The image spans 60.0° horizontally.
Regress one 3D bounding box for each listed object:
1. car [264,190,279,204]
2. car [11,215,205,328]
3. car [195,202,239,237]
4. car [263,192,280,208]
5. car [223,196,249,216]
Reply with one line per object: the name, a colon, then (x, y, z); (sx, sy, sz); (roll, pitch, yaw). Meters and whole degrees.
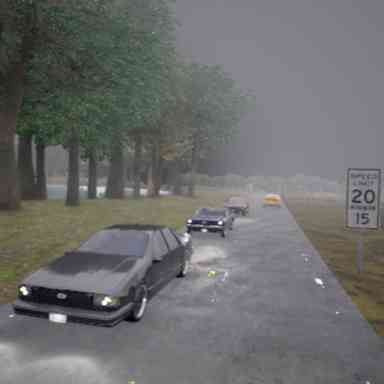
car: (11.948, 0.714, 49.818); (2.097, 1.767, 4.553); (2, 2, 15)
car: (-1.323, 1.449, 7.426); (2.033, 1.411, 5.357); (2, 1, 14)
car: (1.092, 1.442, 17.458); (1.895, 1.301, 4.718); (2, 1, 14)
car: (9.565, 1.035, 39.925); (1.882, 1.535, 5.008); (2, 2, 13)
car: (3.836, 1.141, 28.746); (1.882, 1.535, 5.008); (2, 2, 14)
